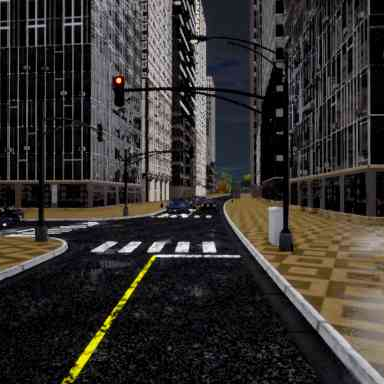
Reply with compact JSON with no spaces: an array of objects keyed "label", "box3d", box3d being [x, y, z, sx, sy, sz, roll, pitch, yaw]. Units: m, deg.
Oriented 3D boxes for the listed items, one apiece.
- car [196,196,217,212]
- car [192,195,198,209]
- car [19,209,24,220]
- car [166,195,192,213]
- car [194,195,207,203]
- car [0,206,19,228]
[{"label":"car","box3d":[1.942,1.518,39.018,2.033,1.411,5.357,0,0,4]},{"label":"car","box3d":[-0.771,1.315,45.119,2.097,1.767,4.553,0,0,6]},{"label":"car","box3d":[-16.426,1.854,28.068,4.403,1.369,2.008,-1,1,10]},{"label":"car","box3d":[-1.546,1.328,36.185,2.097,1.767,4.553,0,0,5]},{"label":"car","box3d":[1.731,1.411,66.063,2.128,1.511,4.902,0,0,8]},{"label":"car","box3d":[-14.677,1.773,21.913,5.357,1.411,2.033,-1,0,9]}]
